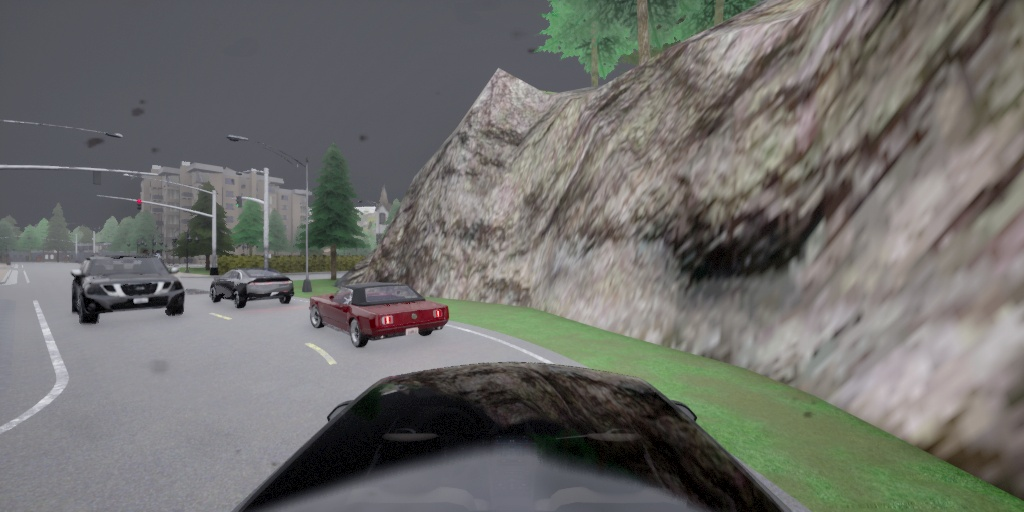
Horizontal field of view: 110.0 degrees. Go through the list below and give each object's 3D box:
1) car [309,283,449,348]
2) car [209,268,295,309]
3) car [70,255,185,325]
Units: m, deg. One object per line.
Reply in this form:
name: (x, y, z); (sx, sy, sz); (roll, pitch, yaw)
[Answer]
car: (-3.713, 1.351, 9.393); (1.895, 1.301, 4.718); (0, 0, -44)
car: (-11.016, 1.241, 15.103); (4.902, 1.511, 2.128); (0, 0, 36)
car: (-13.138, 0.974, 12.181); (5.566, 2.045, 2.150); (0, 0, 36)
